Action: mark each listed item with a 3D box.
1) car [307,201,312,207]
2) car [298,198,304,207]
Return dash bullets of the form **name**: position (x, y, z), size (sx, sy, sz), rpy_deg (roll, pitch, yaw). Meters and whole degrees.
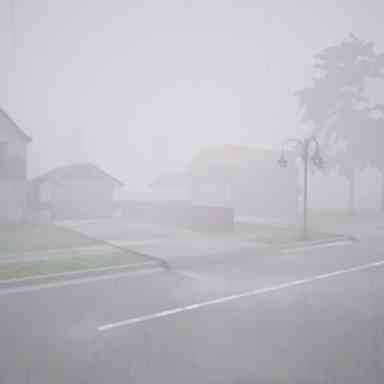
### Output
- **car**: position (20.292, 2.003, 63.056), size (1.837, 1.490, 4.892), rpy_deg (1, -1, -34)
- **car**: position (17.491, 1.937, 60.948), size (1.882, 1.535, 5.008), rpy_deg (1, -1, -34)
